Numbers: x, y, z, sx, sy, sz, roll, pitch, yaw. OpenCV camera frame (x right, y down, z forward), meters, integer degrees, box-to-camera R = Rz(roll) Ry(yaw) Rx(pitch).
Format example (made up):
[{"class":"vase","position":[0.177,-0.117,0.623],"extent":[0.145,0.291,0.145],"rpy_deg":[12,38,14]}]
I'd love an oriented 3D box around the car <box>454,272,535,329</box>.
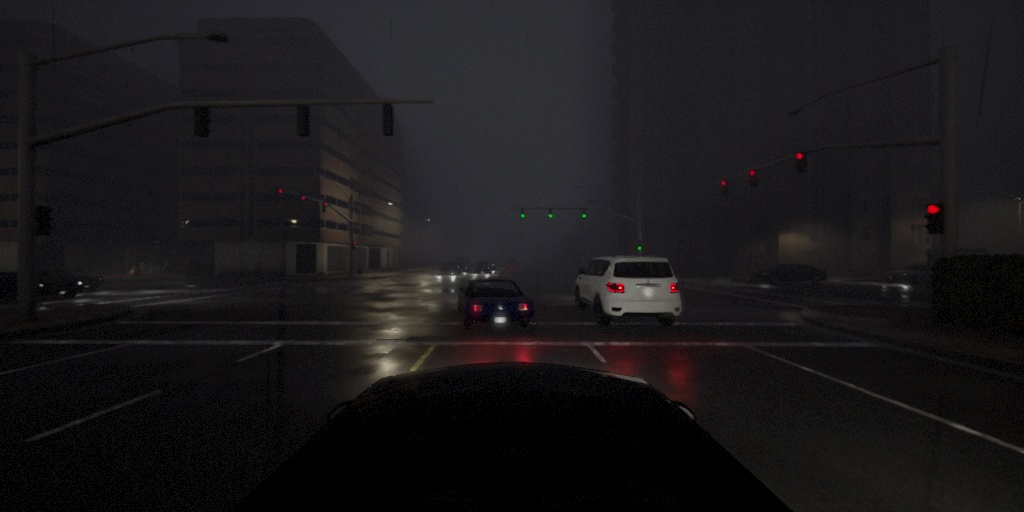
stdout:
[{"class":"car","position":[-0.736,1.385,11.534],"extent":[1.895,1.301,4.718],"rpy_deg":[0,0,-11]}]

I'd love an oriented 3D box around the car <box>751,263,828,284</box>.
[{"class":"car","position":[20.878,1.317,27.135],"extent":[5.008,1.535,1.882],"rpy_deg":[0,0,1]}]

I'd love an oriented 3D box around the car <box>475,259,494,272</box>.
[{"class":"car","position":[-3.591,1.408,45.019],"extent":[1.837,1.490,4.892],"rpy_deg":[0,0,0]}]

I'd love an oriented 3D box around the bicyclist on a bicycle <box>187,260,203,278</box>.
[{"class":"bicyclist on a bicycle","position":[-28.633,1.160,32.419],"extent":[0.582,1.620,1.656],"rpy_deg":[0,0,1]}]

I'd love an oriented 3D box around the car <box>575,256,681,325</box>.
[{"class":"car","position":[3.590,1.010,12.102],"extent":[2.150,2.045,5.566],"rpy_deg":[0,0,0]}]

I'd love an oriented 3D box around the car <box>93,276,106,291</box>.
[{"class":"car","position":[-26.361,1.418,20.411],"extent":[4.718,1.301,1.895],"rpy_deg":[0,0,1]}]

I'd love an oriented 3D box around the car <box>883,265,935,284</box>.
[{"class":"car","position":[30.907,1.364,27.018],"extent":[4.674,1.442,1.812],"rpy_deg":[0,0,1]}]

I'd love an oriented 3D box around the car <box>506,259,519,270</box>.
[{"class":"car","position":[0.089,1.298,57.252],"extent":[2.097,1.767,4.553],"rpy_deg":[0,0,0]}]

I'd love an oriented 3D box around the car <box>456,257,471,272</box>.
[{"class":"car","position":[-7.073,1.145,50.810],"extent":[2.150,2.045,5.566],"rpy_deg":[0,0,0]}]

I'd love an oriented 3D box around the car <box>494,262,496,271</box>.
[{"class":"car","position":[-3.546,1.290,54.907],"extent":[2.097,1.767,4.553],"rpy_deg":[0,0,1]}]

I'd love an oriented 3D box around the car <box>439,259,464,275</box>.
[{"class":"car","position":[-7.078,1.415,41.111],"extent":[1.812,1.442,4.674],"rpy_deg":[0,0,0]}]

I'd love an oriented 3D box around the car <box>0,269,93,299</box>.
[{"class":"car","position":[-23.315,1.405,16.881],"extent":[4.718,1.301,1.895],"rpy_deg":[0,0,1]}]
